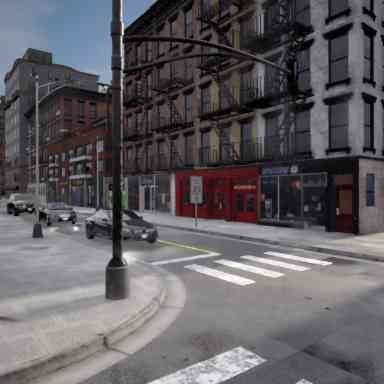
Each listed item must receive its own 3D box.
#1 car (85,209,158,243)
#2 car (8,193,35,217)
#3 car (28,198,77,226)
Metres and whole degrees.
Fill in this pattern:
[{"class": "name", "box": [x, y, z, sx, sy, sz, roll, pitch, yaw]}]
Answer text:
[{"class": "car", "box": [-3.383, 1.508, 15.235, 1.812, 1.442, 4.674, 0, 0, -39]}, {"class": "car", "box": [-15.990, 1.164, 31.623, 2.150, 2.045, 5.566, 0, 1, -37]}, {"class": "car", "box": [-9.645, 1.456, 23.357, 2.128, 1.511, 4.902, 0, 0, -37]}]
